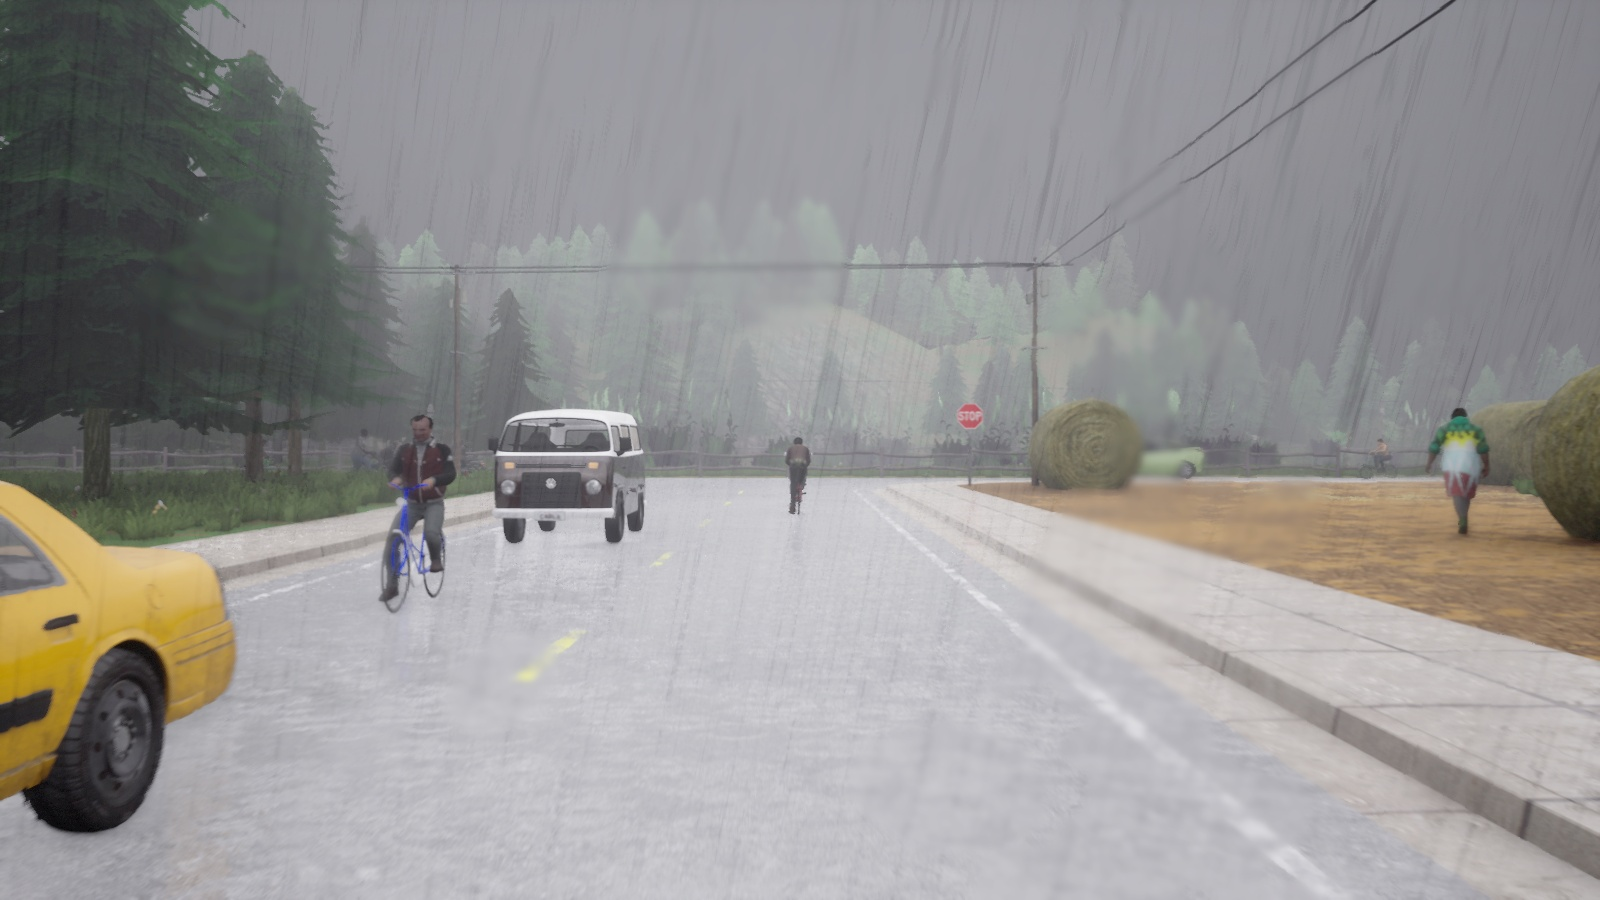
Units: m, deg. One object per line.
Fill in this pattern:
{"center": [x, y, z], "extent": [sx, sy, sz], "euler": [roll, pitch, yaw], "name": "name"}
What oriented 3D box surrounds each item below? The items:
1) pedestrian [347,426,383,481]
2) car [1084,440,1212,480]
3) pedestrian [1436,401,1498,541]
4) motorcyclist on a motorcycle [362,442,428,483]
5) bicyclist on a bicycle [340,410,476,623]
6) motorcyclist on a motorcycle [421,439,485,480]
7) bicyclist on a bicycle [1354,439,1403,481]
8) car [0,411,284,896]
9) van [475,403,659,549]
{"center": [-15.030, 0.116, 43.399], "extent": [0.900, 1.855, 0.874], "euler": [0, 0, 7], "name": "pedestrian"}
{"center": [13.597, 0.391, 49.269], "extent": [4.514, 1.525, 2.007], "euler": [0, 0, 3], "name": "car"}
{"center": [9.588, 0.287, 18.070], "extent": [0.659, 1.952, 0.873], "euler": [0, 0, 19], "name": "pedestrian"}
{"center": [-15.194, 0.470, 47.133], "extent": [2.191, 1.530, 0.866], "euler": [0, 0, 3], "name": "motorcyclist on a motorcycle"}
{"center": [-3.503, 0.550, 11.390], "extent": [0.659, 1.776, 1.843], "euler": [0, 0, 0], "name": "bicyclist on a bicycle"}
{"center": [-13.964, 0.367, 50.578], "extent": [2.350, 1.649, 0.766], "euler": [0, 0, 3], "name": "motorcyclist on a motorcycle"}
{"center": [22.488, 0.390, 48.841], "extent": [1.509, 1.612, 0.866], "euler": [0, 0, 3], "name": "bicyclist on a bicycle"}
{"center": [-3.495, 0.662, 3.636], "extent": [1.801, 1.575, 5.366], "euler": [0, 0, 0], "name": "car"}
{"center": [-3.513, 0.356, 19.788], "extent": [2.069, 2.038, 4.480], "euler": [0, 0, 0], "name": "van"}
